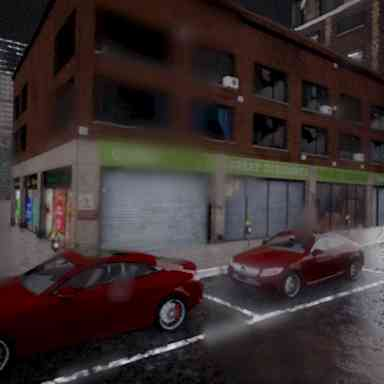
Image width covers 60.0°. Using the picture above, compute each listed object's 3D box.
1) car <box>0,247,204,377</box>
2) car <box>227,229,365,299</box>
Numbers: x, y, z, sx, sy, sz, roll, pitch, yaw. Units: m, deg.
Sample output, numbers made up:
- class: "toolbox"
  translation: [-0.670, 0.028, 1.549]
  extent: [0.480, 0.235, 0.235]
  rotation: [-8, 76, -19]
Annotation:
- class: "car"
  translation: [-1.718, 1.596, 5.322]
  extent: [4.206, 1.307, 1.802]
  rotation: [1, 0, -35]
- class: "car"
  translation: [2.817, 1.649, 8.558]
  extent: [4.206, 1.307, 1.802]
  rotation: [1, 0, -35]
